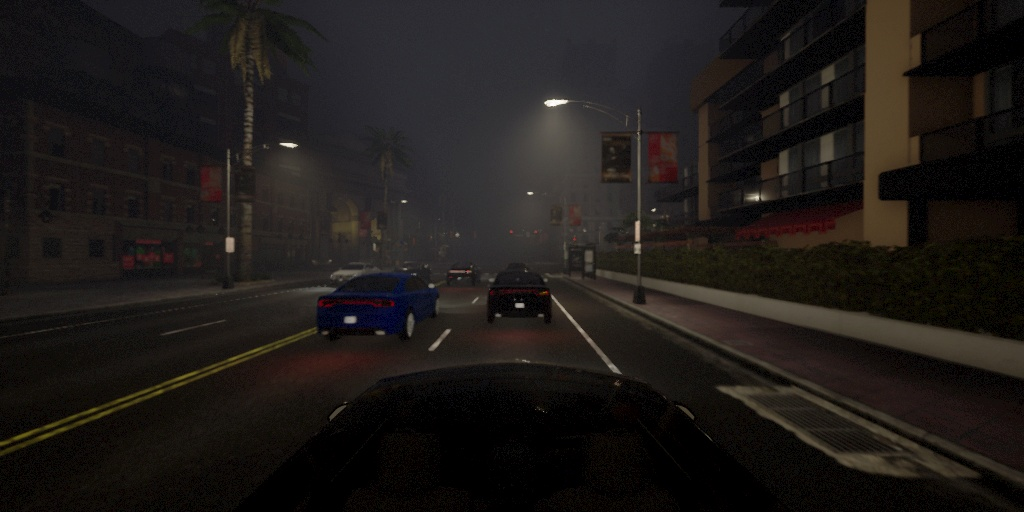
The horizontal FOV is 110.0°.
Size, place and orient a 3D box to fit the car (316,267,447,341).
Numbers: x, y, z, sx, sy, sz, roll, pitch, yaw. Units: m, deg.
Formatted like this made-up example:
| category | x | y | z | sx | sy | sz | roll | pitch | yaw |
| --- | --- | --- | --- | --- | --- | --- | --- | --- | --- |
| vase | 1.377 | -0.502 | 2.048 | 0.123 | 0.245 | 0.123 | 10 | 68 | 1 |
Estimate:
| category | x | y | z | sx | sy | sz | roll | pitch | yaw |
| --- | --- | --- | --- | --- | --- | --- | --- | --- | --- |
| car | -3.295 | 1.188 | 9.822 | 1.882 | 1.535 | 5.008 | 0 | -1 | 0 |

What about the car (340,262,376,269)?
| category | x | y | z | sx | sy | sz | roll | pitch | yaw |
| --- | --- | --- | --- | --- | --- | --- | --- | --- | --- |
| car | -10.304 | 1.162 | 24.003 | 1.812 | 1.442 | 4.674 | 0 | 0 | 1 |

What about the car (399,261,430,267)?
| category | x | y | z | sx | sy | sz | roll | pitch | yaw |
| --- | --- | --- | --- | --- | --- | --- | --- | --- | --- |
| car | -6.792 | 1.133 | 24.623 | 2.128 | 1.511 | 4.902 | 0 | 0 | 1 |

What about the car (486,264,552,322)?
| category | x | y | z | sx | sy | sz | roll | pitch | yaw |
| --- | --- | --- | --- | --- | --- | --- | --- | --- | --- |
| car | 0.220 | 1.186 | 12.080 | 1.882 | 1.535 | 5.008 | 0 | 0 | 0 |

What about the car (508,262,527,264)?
| category | x | y | z | sx | sy | sz | roll | pitch | yaw |
| --- | --- | --- | --- | --- | --- | --- | --- | --- | --- |
| car | 0.348 | 1.163 | 23.951 | 1.837 | 1.490 | 4.892 | 0 | 0 | 1 |

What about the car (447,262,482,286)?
| category | x | y | z | sx | sy | sz | roll | pitch | yaw |
| --- | --- | --- | --- | --- | --- | --- | --- | --- | --- |
| car | -3.152 | 1.142 | 24.031 | 2.128 | 1.511 | 4.902 | 0 | 0 | 1 |
